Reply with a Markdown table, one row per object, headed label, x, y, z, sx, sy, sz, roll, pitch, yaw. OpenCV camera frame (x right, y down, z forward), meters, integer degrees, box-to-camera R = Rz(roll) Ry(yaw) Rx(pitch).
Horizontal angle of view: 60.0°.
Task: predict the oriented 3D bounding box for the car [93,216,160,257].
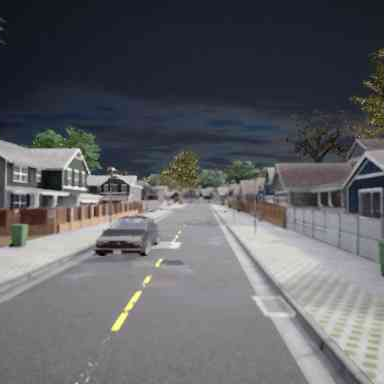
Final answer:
| label | x | y | z | sx | sy | sz | roll | pitch | yaw |
| --- | --- | --- | --- | --- | --- | --- | --- | --- | --- |
| car | -2.498 | 1.750 | 14.195 | 2.033 | 1.411 | 5.357 | 0 | -1 | 2 |
